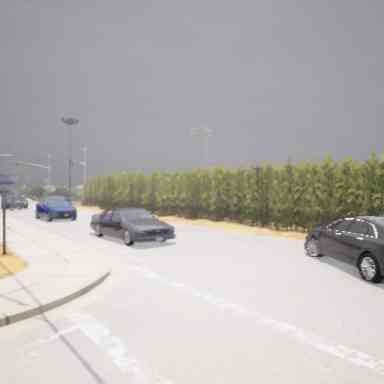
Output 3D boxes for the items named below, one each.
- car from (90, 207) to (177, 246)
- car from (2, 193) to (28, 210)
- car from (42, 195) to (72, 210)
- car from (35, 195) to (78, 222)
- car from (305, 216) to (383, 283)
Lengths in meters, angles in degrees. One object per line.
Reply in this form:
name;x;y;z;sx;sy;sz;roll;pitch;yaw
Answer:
car;-2.877;1.419;15.006;2.033;1.411;5.357;0;1;-38
car;-19.526;0.949;36.648;2.097;1.767;4.553;0;1;-37
car;-14.951;1.095;36.658;1.882;1.535;5.008;0;1;-37
car;-9.831;1.235;23.985;1.882;1.535;5.008;0;1;-38
car;5.038;1.462;9.564;1.837;1.490;4.892;3;0;-6
